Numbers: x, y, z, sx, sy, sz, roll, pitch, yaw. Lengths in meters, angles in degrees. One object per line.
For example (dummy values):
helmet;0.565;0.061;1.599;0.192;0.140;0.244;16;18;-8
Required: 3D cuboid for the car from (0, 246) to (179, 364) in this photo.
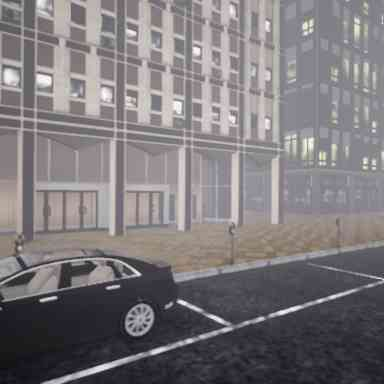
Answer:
car;-2.267;1.559;4.946;4.403;1.369;2.008;1;-1;-36
